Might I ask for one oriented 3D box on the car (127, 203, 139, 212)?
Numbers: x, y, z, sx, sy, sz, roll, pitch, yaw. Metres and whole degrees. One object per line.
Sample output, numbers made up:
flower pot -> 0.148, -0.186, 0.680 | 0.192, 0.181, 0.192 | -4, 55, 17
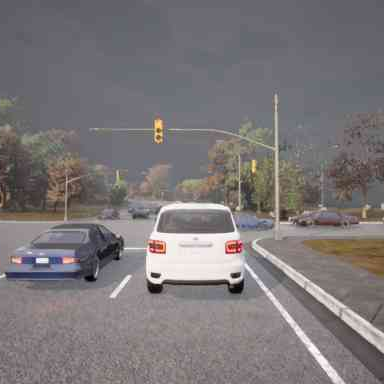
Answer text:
car -> -10.555, 3.107, 62.197 | 2.150, 2.045, 5.566 | 0, -1, 1

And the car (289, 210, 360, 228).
car -> 11.719, 2.394, 29.188 | 5.357, 1.411, 2.033 | 0, -3, -1

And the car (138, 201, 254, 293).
car -> 0.084, 1.322, 9.232 | 2.150, 2.045, 5.566 | 0, -1, 0

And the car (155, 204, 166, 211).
car -> -6.995, 3.460, 74.577 | 1.895, 1.301, 4.718 | 0, 0, 0

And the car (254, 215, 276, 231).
car -> 3.957, 2.231, 25.555 | 5.357, 1.411, 2.033 | -1, -2, 14

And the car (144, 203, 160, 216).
car -> -7.073, 3.075, 59.330 | 2.150, 2.045, 5.566 | 0, 0, 0

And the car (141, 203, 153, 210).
car -> -10.495, 3.378, 78.206 | 2.033, 1.411, 5.357 | 0, 0, 0

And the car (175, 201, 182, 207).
car -> -3.588, 3.113, 87.496 | 1.882, 1.535, 5.008 | 0, 0, -3

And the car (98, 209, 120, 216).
car -> -10.802, 2.978, 43.586 | 1.837, 1.490, 4.892 | 0, -2, 4

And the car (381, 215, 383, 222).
car -> 21.444, 2.513, 33.067 | 4.902, 1.511, 2.128 | 0, -3, -3

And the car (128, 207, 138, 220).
car -> -7.083, 3.154, 45.850 | 1.895, 1.301, 4.718 | 0, -2, -1

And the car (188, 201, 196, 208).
car -> -0.111, 3.307, 87.849 | 1.837, 1.490, 4.892 | 0, 0, -3

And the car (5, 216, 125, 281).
car -> -3.417, 1.666, 10.086 | 2.033, 1.411, 5.357 | 0, -1, 0
